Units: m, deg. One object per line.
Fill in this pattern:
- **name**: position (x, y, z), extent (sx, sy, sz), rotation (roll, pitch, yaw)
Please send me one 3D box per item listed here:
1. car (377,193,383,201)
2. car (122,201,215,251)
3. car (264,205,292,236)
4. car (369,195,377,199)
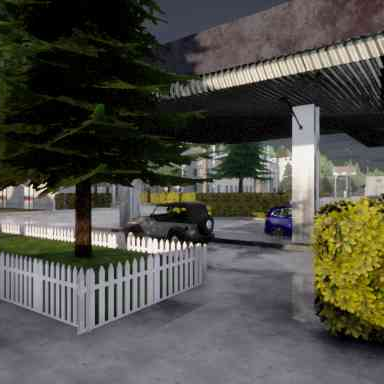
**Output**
- **car**: position (25.808, 1.077, 43.496), extent (1.905, 1.878, 3.866), rotation (0, 0, 35)
- **car**: position (-0.947, 1.313, 13.813), extent (3.866, 1.878, 1.905), rotation (0, 0, 35)
- **car**: position (5.854, 1.480, 15.962), extent (4.611, 1.667, 2.242), rotation (0, 0, 35)
- **car**: position (33.073, 1.298, 60.237), extent (2.007, 1.523, 4.514), rotation (0, 0, 35)
